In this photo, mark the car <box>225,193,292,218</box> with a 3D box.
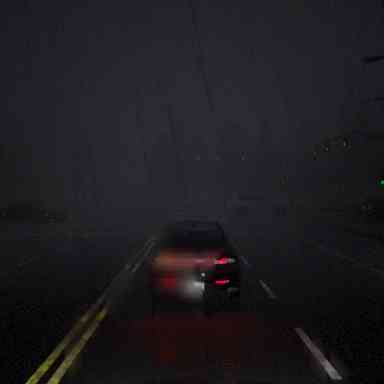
[{"bbox_3d":[5.672,1.141,28.754,5.566,2.045,2.150,0,0,0],"label":"car"}]

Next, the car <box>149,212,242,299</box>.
[{"bbox_3d":[0.071,1.479,8.393,2.128,1.511,4.902,0,0,0],"label":"car"}]

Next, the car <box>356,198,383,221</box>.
[{"bbox_3d":[15.136,1.257,25.288,4.553,1.767,2.097,0,0,0],"label":"car"}]

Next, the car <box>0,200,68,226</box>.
[{"bbox_3d":[-10.969,1.421,23.216,5.008,1.535,1.882,0,0,24],"label":"car"}]
